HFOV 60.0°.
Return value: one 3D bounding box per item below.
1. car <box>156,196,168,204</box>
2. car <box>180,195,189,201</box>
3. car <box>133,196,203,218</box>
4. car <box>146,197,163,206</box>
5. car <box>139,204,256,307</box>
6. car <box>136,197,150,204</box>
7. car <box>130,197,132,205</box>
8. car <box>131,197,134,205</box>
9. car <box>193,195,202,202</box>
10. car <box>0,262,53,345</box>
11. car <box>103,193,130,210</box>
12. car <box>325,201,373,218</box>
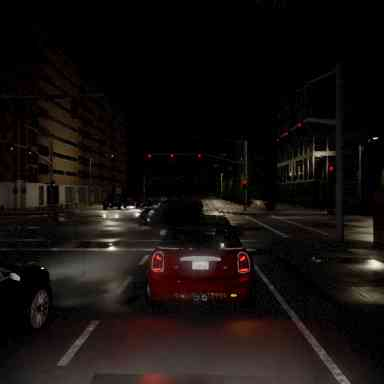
[{"bbox_3d":[-5.966,1.526,66.863,1.812,1.442,4.674,0,0,2],"label":"car"},{"bbox_3d":[-1.927,1.540,83.989,2.033,1.411,5.357,0,0,2],"label":"car"},{"bbox_3d":[-1.435,1.378,23.493,4.553,1.767,2.097,0,0,-29],"label":"car"},{"bbox_3d":[-6.332,1.547,56.590,2.033,1.411,5.357,0,0,2],"label":"car"},{"bbox_3d":[0.223,1.352,8.161,2.097,1.767,4.553,0,0,2],"label":"car"},{"bbox_3d":[-9.533,1.601,65.129,1.895,1.301,4.718,0,0,2],"label":"car"},{"bbox_3d":[-9.927,1.564,53.572,1.994,1.385,4.181,0,0,2],"label":"car"},{"bbox_3d":[-6.593,1.491,46.582,2.128,1.511,4.902,0,0,1],"label":"car"},{"bbox_3d":[1.283,1.478,74.206,1.882,1.535,5.008,0,0,2],"label":"car"},{"bbox_3d":[-3.394,1.492,3.933,2.128,1.511,4.902,0,0,1],"label":"car"},{"bbox_3d":[-10.149,1.221,44.159,2.150,2.045,5.566,0,0,1],"label":"car"},{"bbox_3d":[14.623,1.545,30.065,4.902,1.511,2.128,0,0,1],"label":"car"}]
